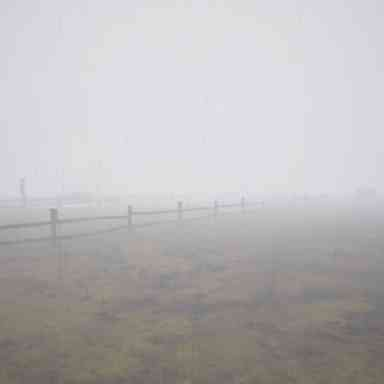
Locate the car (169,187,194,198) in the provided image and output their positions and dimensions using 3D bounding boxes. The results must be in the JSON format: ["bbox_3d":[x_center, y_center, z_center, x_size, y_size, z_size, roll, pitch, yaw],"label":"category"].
[{"bbox_3d":[-1.911,0.162,60.799,2.150,2.045,5.566,2,2,36],"label":"car"}]

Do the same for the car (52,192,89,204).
[{"bbox_3d":[-15.318,0.722,42.409,1.837,1.490,4.892,2,2,36],"label":"car"}]
